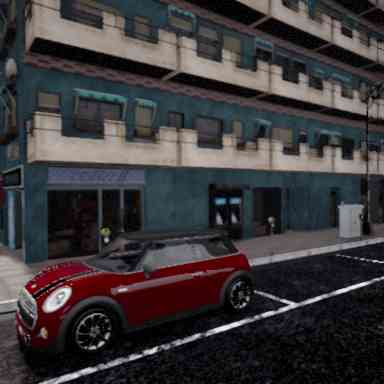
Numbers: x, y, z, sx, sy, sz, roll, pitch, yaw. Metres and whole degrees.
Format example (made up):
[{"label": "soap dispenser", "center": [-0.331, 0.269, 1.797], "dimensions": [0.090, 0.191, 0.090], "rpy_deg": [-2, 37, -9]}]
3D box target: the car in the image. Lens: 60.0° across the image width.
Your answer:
[{"label": "car", "center": [-0.849, 1.436, 5.964], "dimensions": [4.097, 1.590, 1.967], "rpy_deg": [0, 0, -35]}]
